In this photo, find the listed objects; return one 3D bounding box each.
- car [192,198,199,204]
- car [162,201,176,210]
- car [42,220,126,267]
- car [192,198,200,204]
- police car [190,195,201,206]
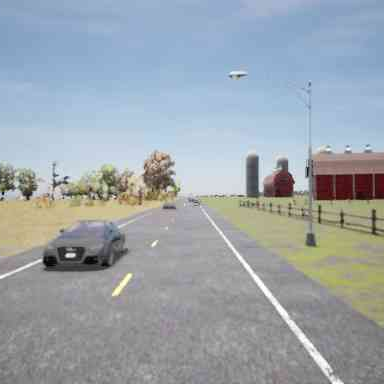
[{"bbox_3d":[1.009,2.426,91.222,1.837,1.490,4.892,0,-1,0],"label":"car"},{"bbox_3d":[-3.586,2.117,52.903,1.994,1.385,4.181,0,0,0],"label":"car"},{"bbox_3d":[-3.599,1.694,11.795,1.994,1.385,4.181,0,-1,-1],"label":"car"},{"bbox_3d":[1.012,2.342,85.222,1.882,1.535,5.008,0,-1,0],"label":"car"},{"bbox_3d":[1.016,2.197,75.333,1.930,1.638,5.238,0,-1,0],"label":"police car"}]
